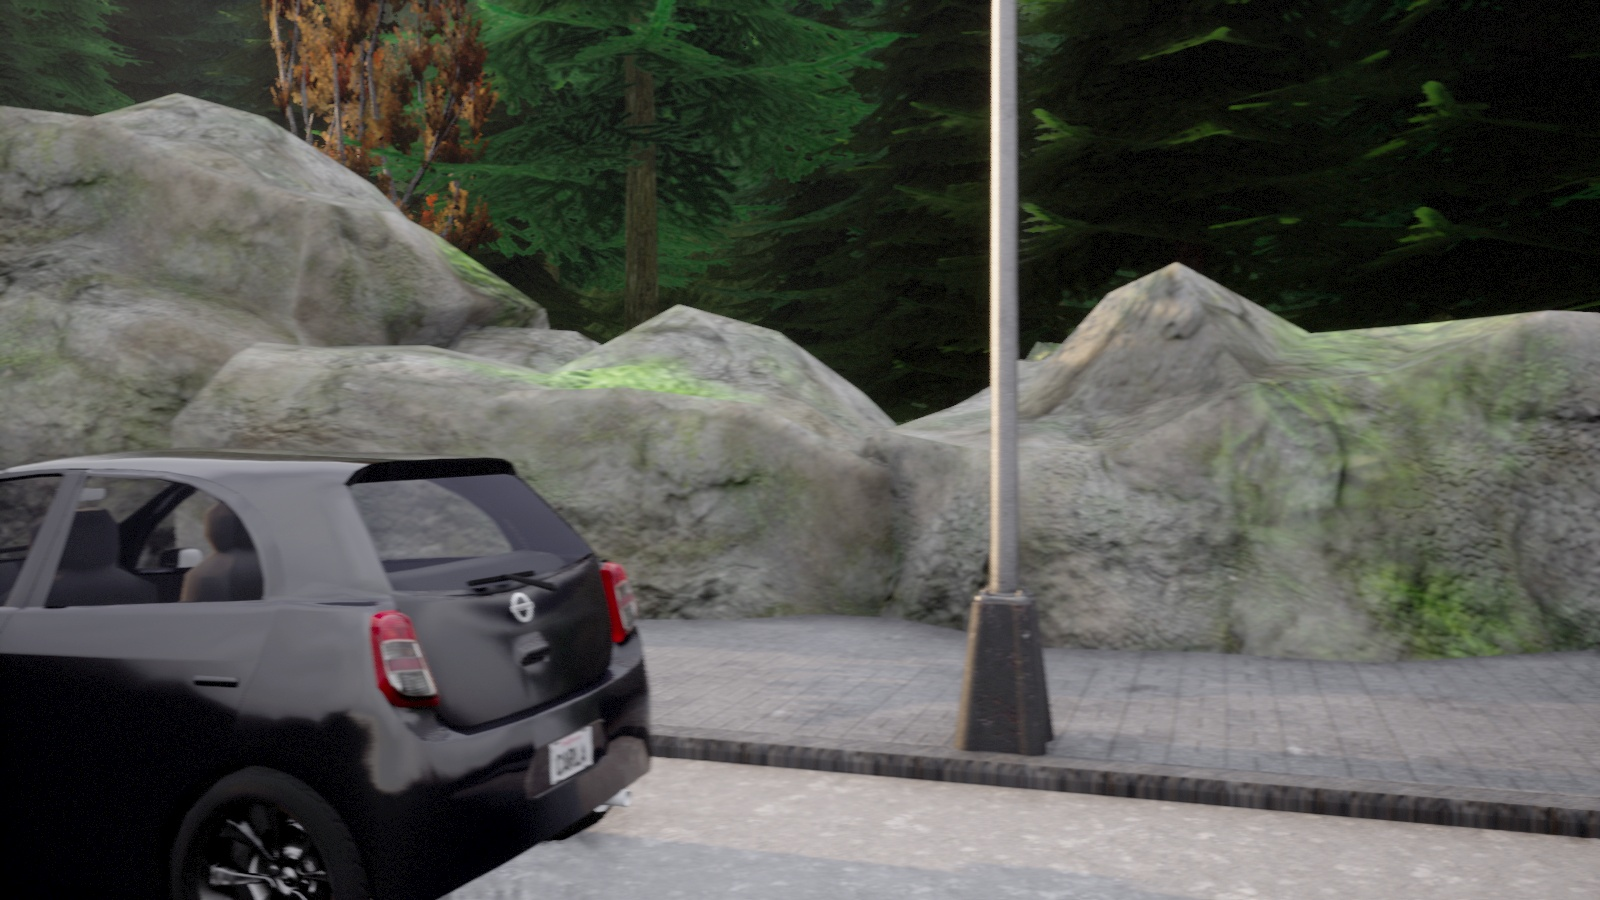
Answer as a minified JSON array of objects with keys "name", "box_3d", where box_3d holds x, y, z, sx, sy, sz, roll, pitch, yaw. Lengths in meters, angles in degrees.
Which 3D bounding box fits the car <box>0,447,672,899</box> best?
[{"name":"car","box_3d":[-2.512,0.756,4.566,3.633,1.501,1.845,0,1,19]}]
